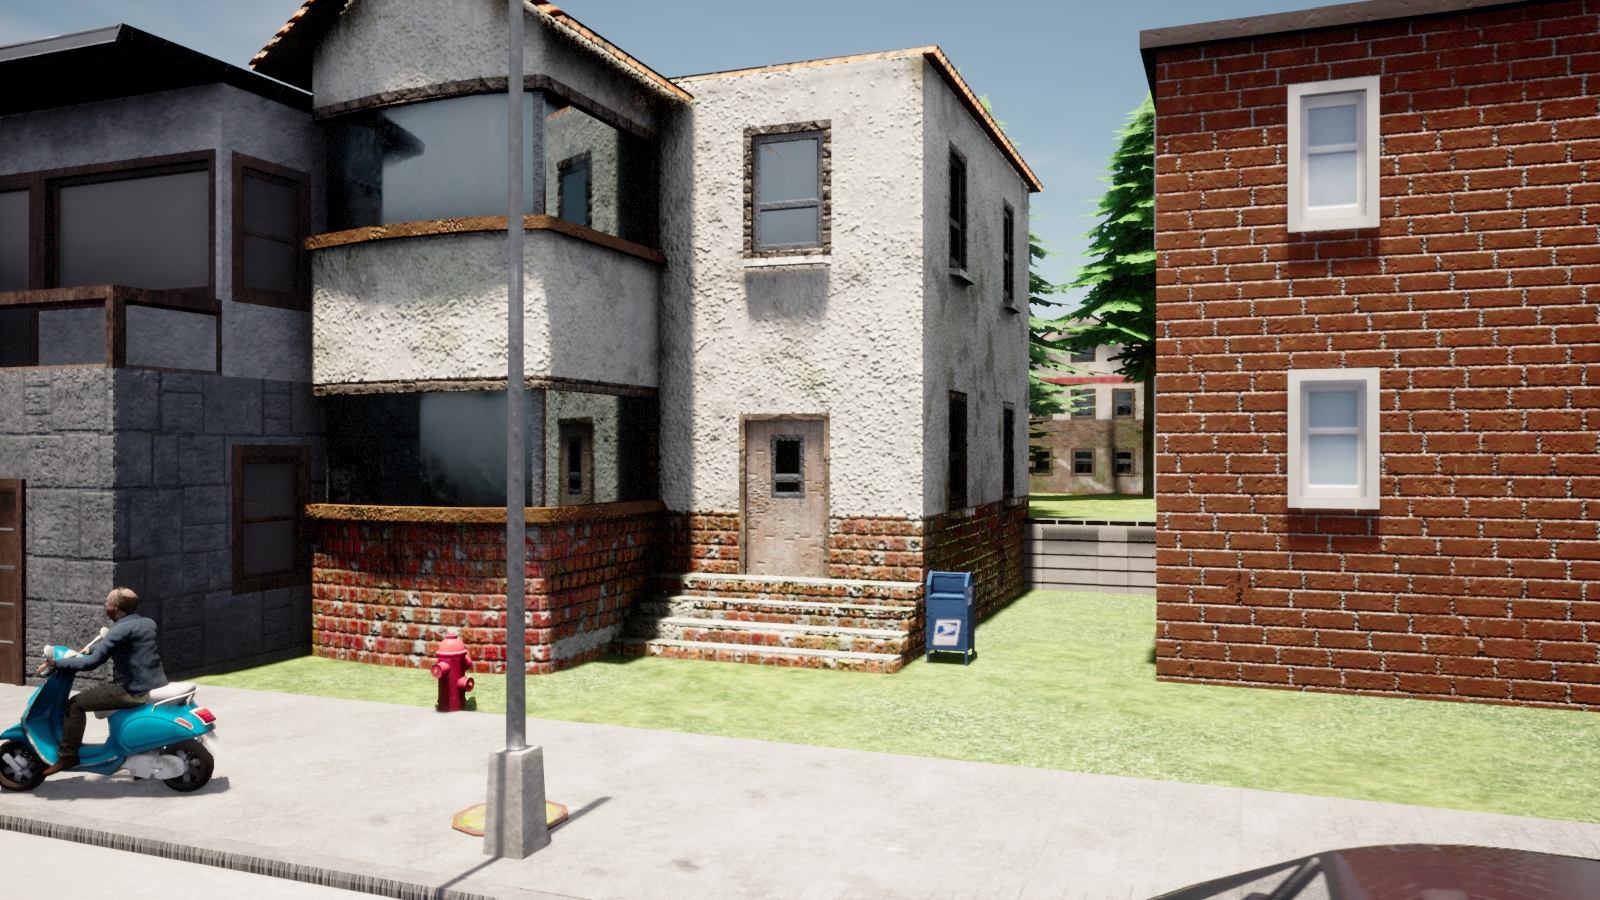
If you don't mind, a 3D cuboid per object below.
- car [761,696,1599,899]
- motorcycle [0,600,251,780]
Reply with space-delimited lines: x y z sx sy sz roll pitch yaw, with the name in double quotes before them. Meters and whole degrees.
"car" 1.941 1.808 3.252 3.705 1.549 1.789 0 0 21
"motorcycle" -5.442 1.858 9.019 1.805 1.236 0.856 0 0 1
